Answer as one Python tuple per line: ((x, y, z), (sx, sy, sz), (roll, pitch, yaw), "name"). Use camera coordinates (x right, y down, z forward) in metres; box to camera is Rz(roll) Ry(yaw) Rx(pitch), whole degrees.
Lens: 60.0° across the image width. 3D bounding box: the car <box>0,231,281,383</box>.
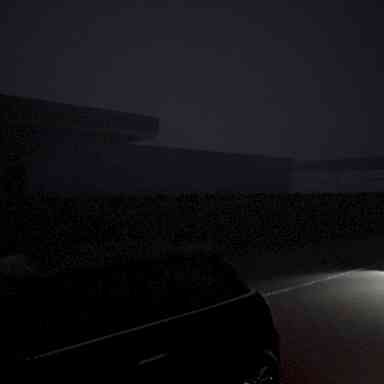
((-1.309, 1.348, 3.058), (4.553, 1.767, 2.097), (-1, 0, -35), "car")
